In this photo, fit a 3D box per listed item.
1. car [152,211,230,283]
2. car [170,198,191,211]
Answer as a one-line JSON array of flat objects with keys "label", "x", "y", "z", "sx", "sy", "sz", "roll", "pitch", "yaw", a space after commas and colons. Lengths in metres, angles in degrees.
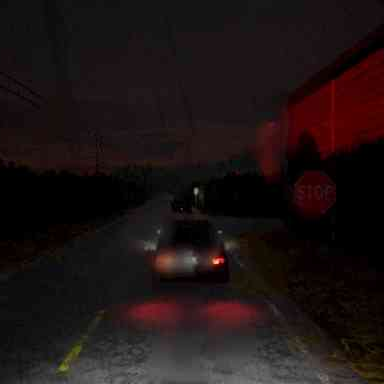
[{"label": "car", "x": -0.054, "y": 1.499, "z": 9.540, "sx": 2.033, "sy": 1.411, "sz": 5.357, "roll": 0, "pitch": 0, "yaw": -1}, {"label": "car", "x": -1.114, "y": 1.327, "z": 33.116, "sx": 2.128, "sy": 1.511, "sz": 4.902, "roll": 0, "pitch": 0, "yaw": -4}]
